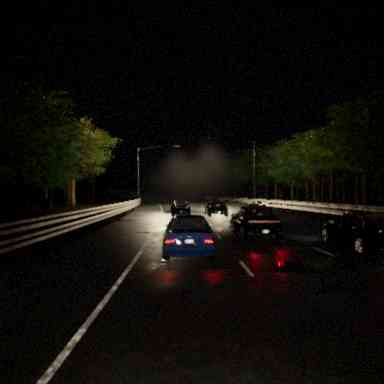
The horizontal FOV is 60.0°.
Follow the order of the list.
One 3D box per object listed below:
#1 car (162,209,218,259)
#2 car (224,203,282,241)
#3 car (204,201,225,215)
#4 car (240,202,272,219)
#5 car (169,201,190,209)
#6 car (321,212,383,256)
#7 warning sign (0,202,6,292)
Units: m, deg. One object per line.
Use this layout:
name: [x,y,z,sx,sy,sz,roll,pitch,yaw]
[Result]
car: [-0.152,1.590,12.842,2.033,1.411,5.357,0,0,-2]
car: [3.194,1.546,17.219,2.128,1.511,4.902,0,0,-2]
car: [2.321,1.614,32.859,1.837,1.490,4.892,0,0,-4]
car: [5.940,1.699,31.404,1.895,1.301,4.718,0,0,-4]
car: [-1.170,1.606,32.602,2.128,1.511,4.902,0,0,-4]
car: [6.820,1.543,13.270,1.837,1.490,4.892,0,0,-2]
warning sign: [-4.598,1.140,6.518,1.300,1.860,1.060,1,1,-1]
